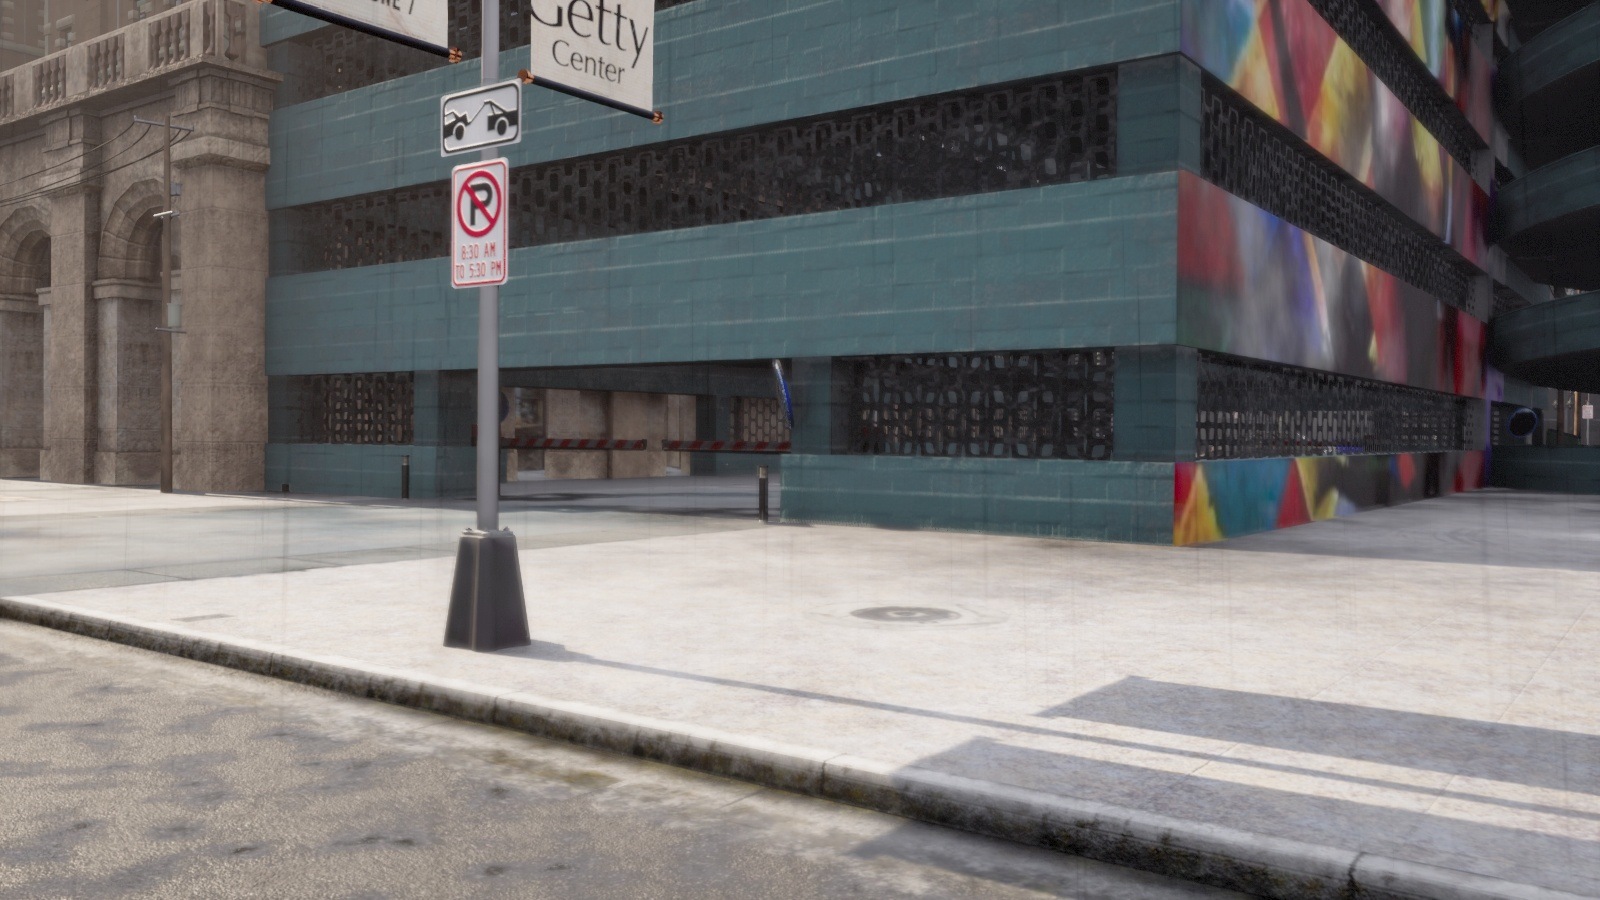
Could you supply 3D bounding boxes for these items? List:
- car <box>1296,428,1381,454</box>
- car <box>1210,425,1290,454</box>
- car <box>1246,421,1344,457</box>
[{"bbox_3d":[31.199,-0.531,72.795,4.193,1.474,1.816,0,1,37],"label":"car"},{"bbox_3d":[25.912,-0.591,72.277,3.988,1.617,1.851,0,1,34],"label":"car"},{"bbox_3d":[26.573,-0.615,67.435,4.605,1.855,1.932,0,1,34],"label":"car"}]
